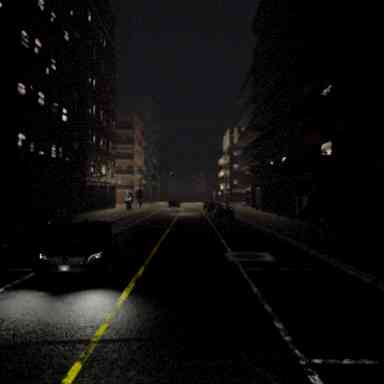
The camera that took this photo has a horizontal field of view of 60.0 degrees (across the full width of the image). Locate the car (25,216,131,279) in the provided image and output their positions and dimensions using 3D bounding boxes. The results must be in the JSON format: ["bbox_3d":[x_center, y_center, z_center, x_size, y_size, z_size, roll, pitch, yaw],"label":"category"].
[{"bbox_3d":[-3.102,1.606,10.423,1.812,1.442,4.674,0,0,0],"label":"car"}]

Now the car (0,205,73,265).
[{"bbox_3d":[-5.705,1.406,11.798,2.192,1.841,5.009,-1,0,0],"label":"car"}]

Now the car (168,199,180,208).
[{"bbox_3d":[-3.003,1.948,56.941,1.882,1.535,5.008,0,0,0],"label":"car"}]

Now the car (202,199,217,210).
[{"bbox_3d":[2.675,1.845,51.586,1.967,1.590,4.097,-1,0,0],"label":"car"}]

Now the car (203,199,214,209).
[{"bbox_3d":[2.677,1.858,40.216,1.887,1.381,4.507,-1,0,0],"label":"car"}]

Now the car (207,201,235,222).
[{"bbox_3d":[2.678,1.773,28.846,2.008,1.369,4.403,-1,0,0],"label":"car"}]
